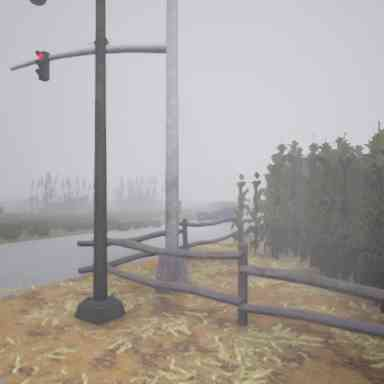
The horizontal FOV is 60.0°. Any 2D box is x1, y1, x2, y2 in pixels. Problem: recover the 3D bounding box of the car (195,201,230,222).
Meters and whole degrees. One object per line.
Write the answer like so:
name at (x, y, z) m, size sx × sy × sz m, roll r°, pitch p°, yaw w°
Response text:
car at (2.122, 1.459, 25.164) m, size 1.882 × 1.535 × 5.008 m, roll 0°, pitch 0°, yaw 35°
